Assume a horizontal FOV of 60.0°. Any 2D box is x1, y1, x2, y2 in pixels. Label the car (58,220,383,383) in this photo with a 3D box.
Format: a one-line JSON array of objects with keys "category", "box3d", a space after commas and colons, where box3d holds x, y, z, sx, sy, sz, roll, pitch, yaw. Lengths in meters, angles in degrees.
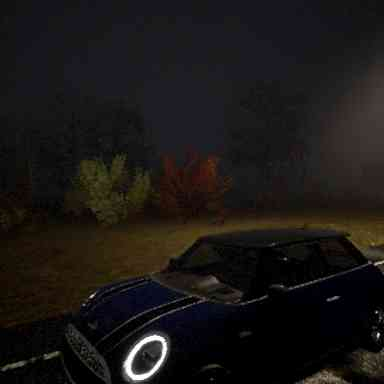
[{"category": "car", "box3d": [0.683, 1.351, 4.482, 4.553, 1.767, 2.097, -1, 0, -36]}]
